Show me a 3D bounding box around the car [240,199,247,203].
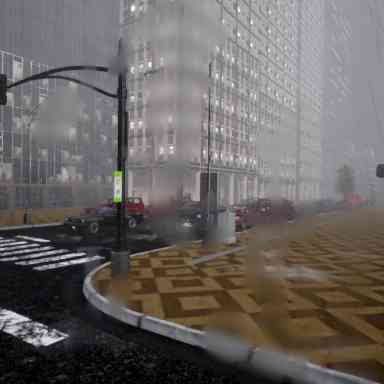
[{"bbox_3d":[5.770,1.511,35.163,2.128,1.511,4.902,1,1,35],"label":"car"}]

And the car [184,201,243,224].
[{"bbox_3d":[1.660,1.613,24.249,1.994,1.385,4.181,1,1,35],"label":"car"}]

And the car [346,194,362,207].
[{"bbox_3d":[25.422,1.366,52.858,2.150,2.045,5.566,1,1,35],"label":"car"}]

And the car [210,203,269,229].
[{"bbox_3d":[3.256,1.668,22.015,1.802,1.307,4.206,1,0,35],"label":"car"}]

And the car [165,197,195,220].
[{"bbox_3d":[0.310,1.485,27.447,1.882,1.535,5.008,1,1,35],"label":"car"}]

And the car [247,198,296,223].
[{"bbox_3d":[6.745,1.409,26.944,2.192,1.841,5.009,1,0,35],"label":"car"}]

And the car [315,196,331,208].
[{"bbox_3d":[20.096,1.653,50.323,1.994,1.385,4.181,1,1,35],"label":"car"}]

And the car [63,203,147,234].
[{"bbox_3d":[-5.132,1.595,19.724,1.895,1.301,4.718,1,1,35],"label":"car"}]

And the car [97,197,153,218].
[{"bbox_3d":[-5.465,1.275,23.771,2.192,1.841,5.009,1,0,35],"label":"car"}]

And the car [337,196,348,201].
[{"bbox_3d":[39.460,1.624,87.091,1.947,1.339,4.313,1,1,35],"label":"car"}]

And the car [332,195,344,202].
[{"bbox_3d":[36.175,1.571,82.444,1.752,1.417,4.829,1,1,35],"label":"car"}]

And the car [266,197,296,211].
[{"bbox_3d":[11.719,1.525,43.502,2.128,1.511,4.902,1,1,36],"label":"car"}]

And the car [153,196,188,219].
[{"bbox_3d":[-1.810,1.284,28.941,2.192,1.841,5.009,1,0,35],"label":"car"}]

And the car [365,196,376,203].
[{"bbox_3d":[39.504,1.598,73.504,1.967,1.590,4.097,1,1,35],"label":"car"}]

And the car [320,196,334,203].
[{"bbox_3d":[29.867,1.617,73.524,1.802,1.307,4.206,1,1,35],"label":"car"}]

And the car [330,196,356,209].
[{"bbox_3d":[21.394,1.656,47.096,1.812,1.442,4.674,1,1,35],"label":"car"}]

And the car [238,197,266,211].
[{"bbox_3d":[7.692,1.431,42.270,1.967,1.590,4.097,1,0,35],"label":"car"}]
